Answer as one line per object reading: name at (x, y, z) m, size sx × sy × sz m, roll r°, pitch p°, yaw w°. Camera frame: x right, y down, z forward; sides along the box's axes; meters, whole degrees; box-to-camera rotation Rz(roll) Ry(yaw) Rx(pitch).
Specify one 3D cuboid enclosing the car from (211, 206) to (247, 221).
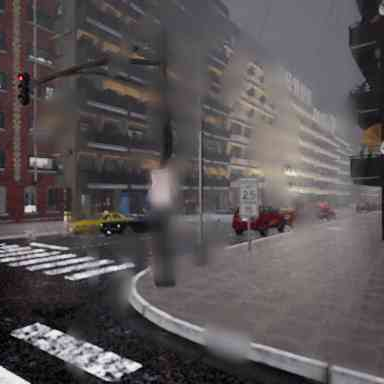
car at (4.042, 2.280, 35.729) m, size 1.887 × 1.381 × 4.507 m, roll -2°, pitch -2°, yaw 35°

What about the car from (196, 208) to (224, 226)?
car at (2.330, 2.191, 28.733) m, size 1.895 × 1.301 × 4.718 m, roll -1°, pitch -1°, yaw 35°

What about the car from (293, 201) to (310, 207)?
car at (17.014, 2.458, 54.306) m, size 2.192 × 1.841 × 5.009 m, roll -2°, pitch -2°, yaw 35°

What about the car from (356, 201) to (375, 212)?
car at (30.378, 2.585, 58.861) m, size 2.192 × 1.841 × 5.009 m, roll -2°, pitch -2°, yaw 35°

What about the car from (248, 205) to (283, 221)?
car at (8.296, 2.269, 37.251) m, size 2.128 × 1.511 × 4.902 m, roll -1°, pitch -1°, yaw 35°

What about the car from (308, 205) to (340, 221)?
car at (14.163, 2.345, 35.640) m, size 1.802 × 1.307 × 4.206 m, roll -2°, pitch -2°, yaw 35°

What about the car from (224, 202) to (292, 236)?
car at (4.429, 1.771, 21.721) m, size 2.192 × 1.841 × 5.009 m, roll -2°, pitch -2°, yaw 35°

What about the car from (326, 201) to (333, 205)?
car at (26.745, 2.759, 68.234) m, size 2.192 × 1.841 × 5.009 m, roll -2°, pitch -2°, yaw 35°

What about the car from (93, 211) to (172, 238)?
car at (-3.408, 2.008, 20.520) m, size 1.895 × 1.301 × 4.718 m, roll -1°, pitch -1°, yaw 35°

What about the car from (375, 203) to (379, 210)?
car at (33.623, 2.685, 63.504) m, size 2.192 × 1.841 × 5.009 m, roll -2°, pitch -2°, yaw 35°

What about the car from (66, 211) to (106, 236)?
car at (-5.788, 1.948, 21.662) m, size 1.752 × 1.417 × 4.829 m, roll -2°, pitch -2°, yaw 35°

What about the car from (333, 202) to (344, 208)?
car at (33.236, 3.186, 77.513) m, size 1.887 × 1.381 × 4.507 m, roll -2°, pitch -2°, yaw 35°

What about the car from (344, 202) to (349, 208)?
car at (39.724, 3.403, 86.799) m, size 1.947 × 1.339 × 4.313 m, roll -2°, pitch -2°, yaw 35°

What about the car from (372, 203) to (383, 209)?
car at (43.361, 3.231, 77.421) m, size 1.947 × 1.339 × 4.313 m, roll -2°, pitch -2°, yaw 35°

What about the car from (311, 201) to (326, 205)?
car at (23.505, 2.889, 63.585) m, size 1.887 × 1.381 × 4.507 m, roll -2°, pitch -2°, yaw 35°

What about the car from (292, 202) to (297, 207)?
car at (13.674, 2.563, 49.518) m, size 1.752 × 1.417 × 4.829 m, roll -2°, pitch -2°, yaw 35°

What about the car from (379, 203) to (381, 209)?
car at (36.869, 3.035, 68.139) m, size 1.947 × 1.339 × 4.313 m, roll -2°, pitch -2°, yaw 35°

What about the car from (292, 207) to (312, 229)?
car at (7.676, 2.103, 26.357) m, size 1.887 × 1.381 × 4.507 m, roll -2°, pitch -2°, yaw 35°
